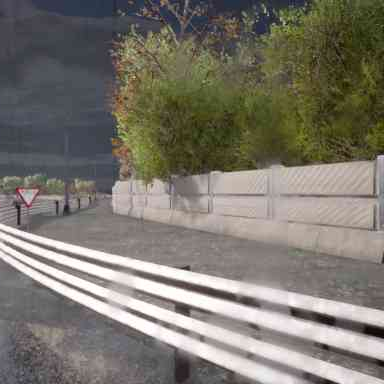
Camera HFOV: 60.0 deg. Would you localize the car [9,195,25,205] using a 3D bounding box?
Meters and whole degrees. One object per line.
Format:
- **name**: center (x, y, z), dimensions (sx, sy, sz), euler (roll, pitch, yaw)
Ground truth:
- **car**: center (-30.794, 1.543, 59.914), dimensions (2.033, 1.411, 5.357), euler (0, 0, -17)
